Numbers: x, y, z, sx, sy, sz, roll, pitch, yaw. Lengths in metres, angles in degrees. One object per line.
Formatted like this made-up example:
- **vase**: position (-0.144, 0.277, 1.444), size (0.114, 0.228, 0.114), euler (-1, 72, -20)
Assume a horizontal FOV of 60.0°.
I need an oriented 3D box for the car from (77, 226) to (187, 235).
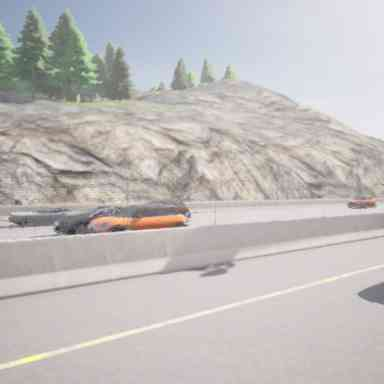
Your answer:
- **car**: position (-2.475, 1.355, 15.123), size (4.553, 1.767, 2.097), euler (0, 0, -35)
